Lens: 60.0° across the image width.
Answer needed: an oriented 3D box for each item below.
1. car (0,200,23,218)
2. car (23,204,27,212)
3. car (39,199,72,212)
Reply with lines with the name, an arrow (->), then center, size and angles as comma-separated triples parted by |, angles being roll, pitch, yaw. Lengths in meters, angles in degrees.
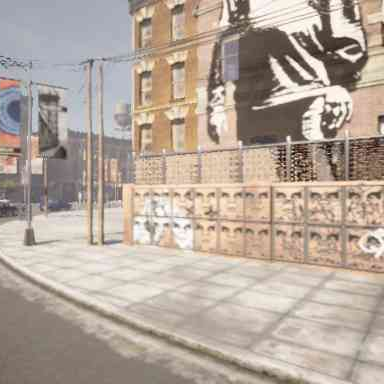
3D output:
car -> -18.186, 1.593, 31.280 | 1.837, 1.490, 4.892 | 0, 0, -4
car -> -21.139, 1.632, 38.313 | 1.812, 1.442, 4.674 | 0, 0, 9
car -> -16.891, 1.633, 41.240 | 1.812, 1.442, 4.674 | 0, 0, 16
